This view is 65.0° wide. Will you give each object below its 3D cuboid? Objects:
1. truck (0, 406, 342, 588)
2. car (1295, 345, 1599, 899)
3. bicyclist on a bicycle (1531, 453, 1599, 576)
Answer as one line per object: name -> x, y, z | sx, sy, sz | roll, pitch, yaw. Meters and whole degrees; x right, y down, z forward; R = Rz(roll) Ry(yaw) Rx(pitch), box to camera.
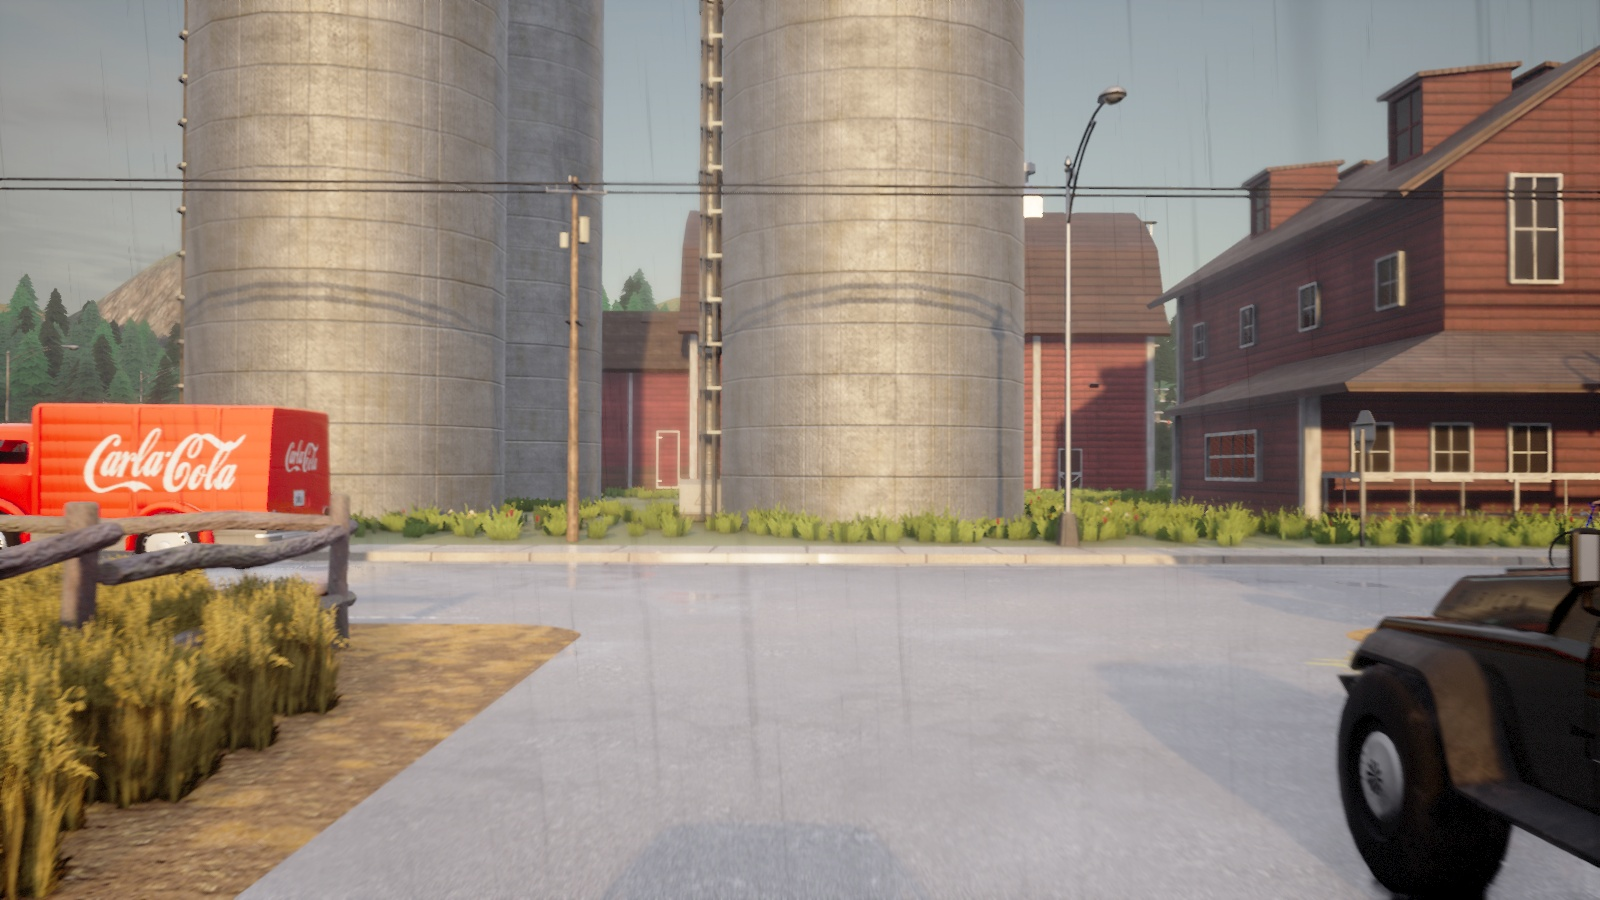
truck -> -9.818, 0.664, 18.457 | 5.204, 2.467, 2.627 | 0, -1, 1
car -> 3.109, 0.654, 3.501 | 1.905, 1.878, 3.866 | 0, -1, 0
bicyclist on a bicycle -> 11.897, 0.935, 18.518 | 1.843, 1.776, 0.659 | 0, -1, 0
